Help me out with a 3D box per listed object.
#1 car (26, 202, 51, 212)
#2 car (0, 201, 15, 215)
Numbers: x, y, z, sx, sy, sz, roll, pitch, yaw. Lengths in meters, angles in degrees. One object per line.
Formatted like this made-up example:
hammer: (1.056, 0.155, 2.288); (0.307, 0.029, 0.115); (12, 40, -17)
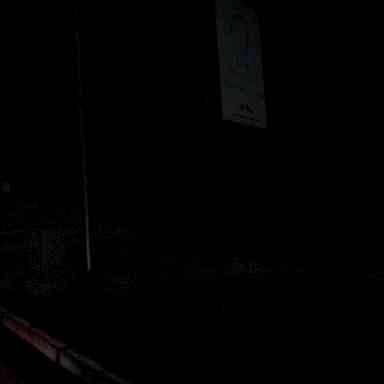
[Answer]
car: (-23.519, 2.228, 51.211); (1.994, 1.385, 4.181); (-4, -1, 7)
car: (-23.179, 1.878, 39.831); (2.097, 1.767, 4.553); (-3, 0, -5)
